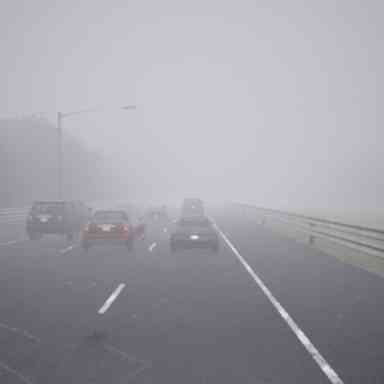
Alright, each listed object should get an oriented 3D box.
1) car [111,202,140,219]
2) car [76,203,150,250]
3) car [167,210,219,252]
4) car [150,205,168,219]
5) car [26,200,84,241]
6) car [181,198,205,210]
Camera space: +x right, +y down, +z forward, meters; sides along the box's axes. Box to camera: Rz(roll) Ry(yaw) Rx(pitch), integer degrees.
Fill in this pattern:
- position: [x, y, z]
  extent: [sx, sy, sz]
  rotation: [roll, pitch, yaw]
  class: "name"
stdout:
- position: [-6.899, 1.895, 34.988]
  extent: [2.128, 1.511, 4.902]
  rotation: [0, -1, 0]
  class: "car"
- position: [-3.400, 1.522, 15.327]
  extent: [2.097, 1.767, 4.553]
  rotation: [0, -1, 0]
  class: "car"
- position: [0.101, 1.728, 14.764]
  extent: [1.994, 1.385, 4.181]
  rotation: [0, -1, 0]
  class: "car"
- position: [-3.403, 1.985, 33.396]
  extent: [1.895, 1.301, 4.718]
  rotation: [0, -1, 0]
  class: "car"
- position: [-6.906, 1.424, 18.215]
  extent: [2.150, 2.045, 5.566]
  rotation: [0, -1, 0]
  class: "car"
- position: [0.103, 1.613, 34.106]
  extent: [2.150, 2.045, 5.566]
  rotation: [0, -1, 0]
  class: "car"
